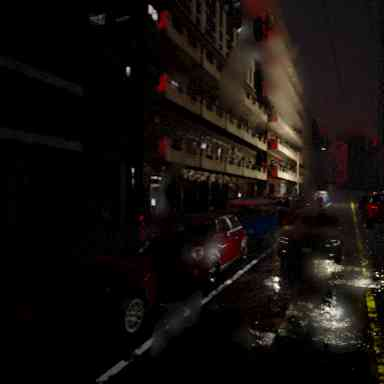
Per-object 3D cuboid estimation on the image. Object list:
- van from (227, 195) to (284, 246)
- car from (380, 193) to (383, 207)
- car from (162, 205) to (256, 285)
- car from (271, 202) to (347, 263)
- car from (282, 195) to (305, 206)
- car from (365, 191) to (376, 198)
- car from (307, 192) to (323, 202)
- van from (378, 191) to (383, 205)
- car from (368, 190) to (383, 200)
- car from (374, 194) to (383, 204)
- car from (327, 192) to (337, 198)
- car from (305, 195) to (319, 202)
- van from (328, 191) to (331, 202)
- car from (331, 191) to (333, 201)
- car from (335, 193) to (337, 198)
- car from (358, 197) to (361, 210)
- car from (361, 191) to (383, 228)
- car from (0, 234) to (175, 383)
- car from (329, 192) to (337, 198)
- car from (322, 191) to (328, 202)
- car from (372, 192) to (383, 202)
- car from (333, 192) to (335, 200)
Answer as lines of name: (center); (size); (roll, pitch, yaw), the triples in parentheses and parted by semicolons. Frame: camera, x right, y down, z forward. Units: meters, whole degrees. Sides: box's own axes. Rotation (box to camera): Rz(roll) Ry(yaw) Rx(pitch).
van: (2.582, 1.193, 14.298); (1.690, 1.788, 3.998); (2, 1, 25)
car: (24.442, 1.010, 40.861); (1.967, 1.590, 4.097); (1, 1, 25)
car: (0.205, 1.344, 9.288); (1.967, 1.590, 4.097); (2, 1, 25)
car: (4.346, 1.354, 11.785); (1.882, 1.535, 5.008); (0, 1, 25)
car: (4.957, 1.115, 19.309); (2.192, 1.841, 5.009); (2, 1, 25)
car: (43.450, 0.583, 80.965); (1.967, 1.590, 4.097); (1, 1, 25)
car: (12.082, 1.084, 34.348); (1.967, 1.590, 4.097); (2, 1, 25)
van: (26.820, 0.858, 45.872); (1.690, 1.788, 3.998); (1, 1, 25)
car: (36.324, 0.619, 65.924); (2.192, 1.841, 5.009); (1, 1, 25)
car: (29.192, 1.030, 50.889); (1.947, 1.339, 4.313); (1, 1, 25)
car: (33.489, 0.731, 79.444); (1.947, 1.339, 4.313); (2, 1, 25)
car: (9.704, 1.247, 29.338); (2.008, 1.369, 4.403); (2, 1, 25)
van: (19.233, 0.827, 49.372); (1.690, 1.788, 3.998); (2, 1, 25)
car: (21.539, 0.960, 54.230); (1.752, 1.417, 4.829); (2, 1, 25)
car: (26.366, 0.641, 64.403); (2.192, 1.841, 5.009); (2, 1, 25)
car: (19.256, 0.974, 36.063); (2.097, 1.767, 4.553); (0, 1, 26)
car: (11.504, 1.017, 19.752); (2.150, 2.045, 5.566); (0, 1, 26)
car: (-2.173, 1.501, 4.278); (1.887, 1.381, 4.507); (2, 1, 25)
car: (35.864, 0.694, 84.457); (1.802, 1.307, 4.206); (2, 1, 25)
car: (14.456, 0.906, 39.359); (2.192, 1.841, 5.009); (2, 1, 25)
car: (31.570, 0.851, 55.900); (1.967, 1.590, 4.097); (1, 1, 25)
car: (23.986, 0.961, 59.396); (1.802, 1.307, 4.206); (2, 1, 25)
